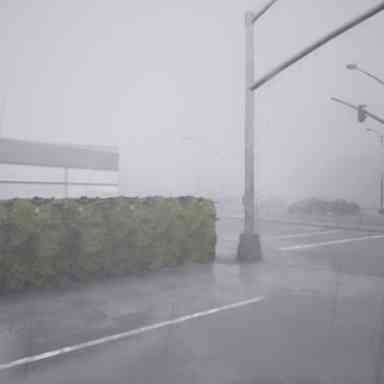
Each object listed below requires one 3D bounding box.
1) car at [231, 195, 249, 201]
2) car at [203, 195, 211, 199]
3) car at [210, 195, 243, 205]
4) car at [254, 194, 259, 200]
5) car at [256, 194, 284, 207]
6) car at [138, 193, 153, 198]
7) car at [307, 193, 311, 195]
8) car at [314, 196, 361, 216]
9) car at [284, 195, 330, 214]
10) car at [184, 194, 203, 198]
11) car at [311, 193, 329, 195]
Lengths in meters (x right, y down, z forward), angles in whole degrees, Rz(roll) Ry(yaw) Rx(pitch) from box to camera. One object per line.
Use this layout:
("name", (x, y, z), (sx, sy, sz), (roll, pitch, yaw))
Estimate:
("car", (11.425, 1.356, 79.311), (3.806, 1.475, 1.970), (0, 0, -35))
("car", (3.551, 1.407, 78.259), (4.514, 1.523, 2.007), (0, 0, -35))
("car", (5.919, 1.382, 56.222), (4.514, 1.523, 2.007), (0, 0, -35))
("car", (15.377, 1.277, 74.245), (5.027, 1.636, 2.152), (0, 0, -35))
("car", (11.625, 1.402, 48.019), (3.633, 1.501, 1.845), (0, 0, -35))
("car", (-7.574, 1.430, 61.924), (3.806, 1.475, 1.970), (0, 0, -35))
("car", (22.728, 1.198, 63.773), (3.866, 1.878, 1.905), (0, 0, -35))
("car", (13.995, 1.404, 31.377), (4.514, 1.523, 2.007), (0, 0, -35))
("car", (12.150, 1.395, 33.914), (5.027, 1.636, 2.152), (0, 0, -35))
("car", (-0.655, 1.185, 66.827), (4.605, 1.855, 1.932), (0, 0, -35))
("car", (24.734, 1.219, 61.631), (4.605, 1.855, 1.932), (0, 0, -35))
